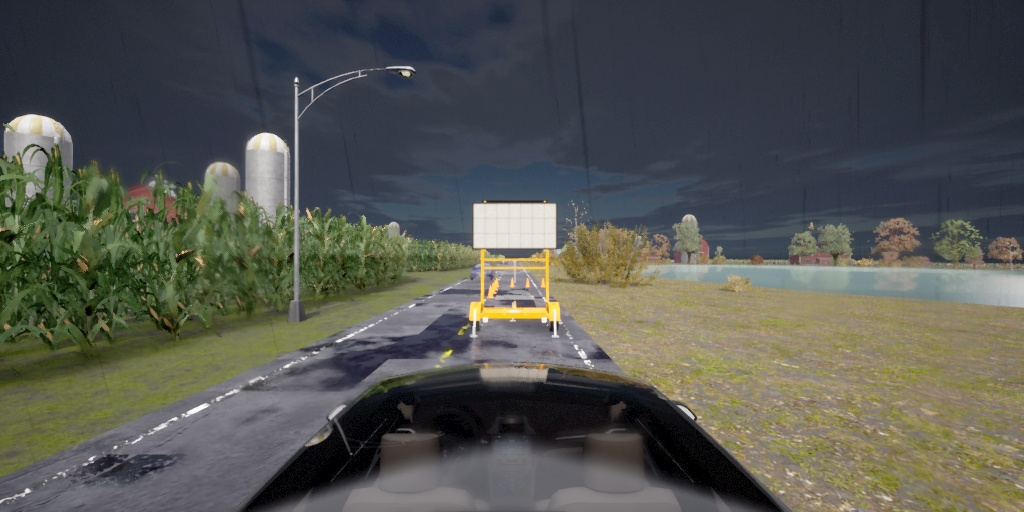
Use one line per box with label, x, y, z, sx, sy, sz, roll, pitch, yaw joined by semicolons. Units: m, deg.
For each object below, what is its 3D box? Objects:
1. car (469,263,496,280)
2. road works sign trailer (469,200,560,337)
car;-2.494;1.302;31.193;1.812;1.442;4.674;0;0;0
road works sign trailer;0.081;0.217;10.239;2.380;3.560;2.880;0;0;0
